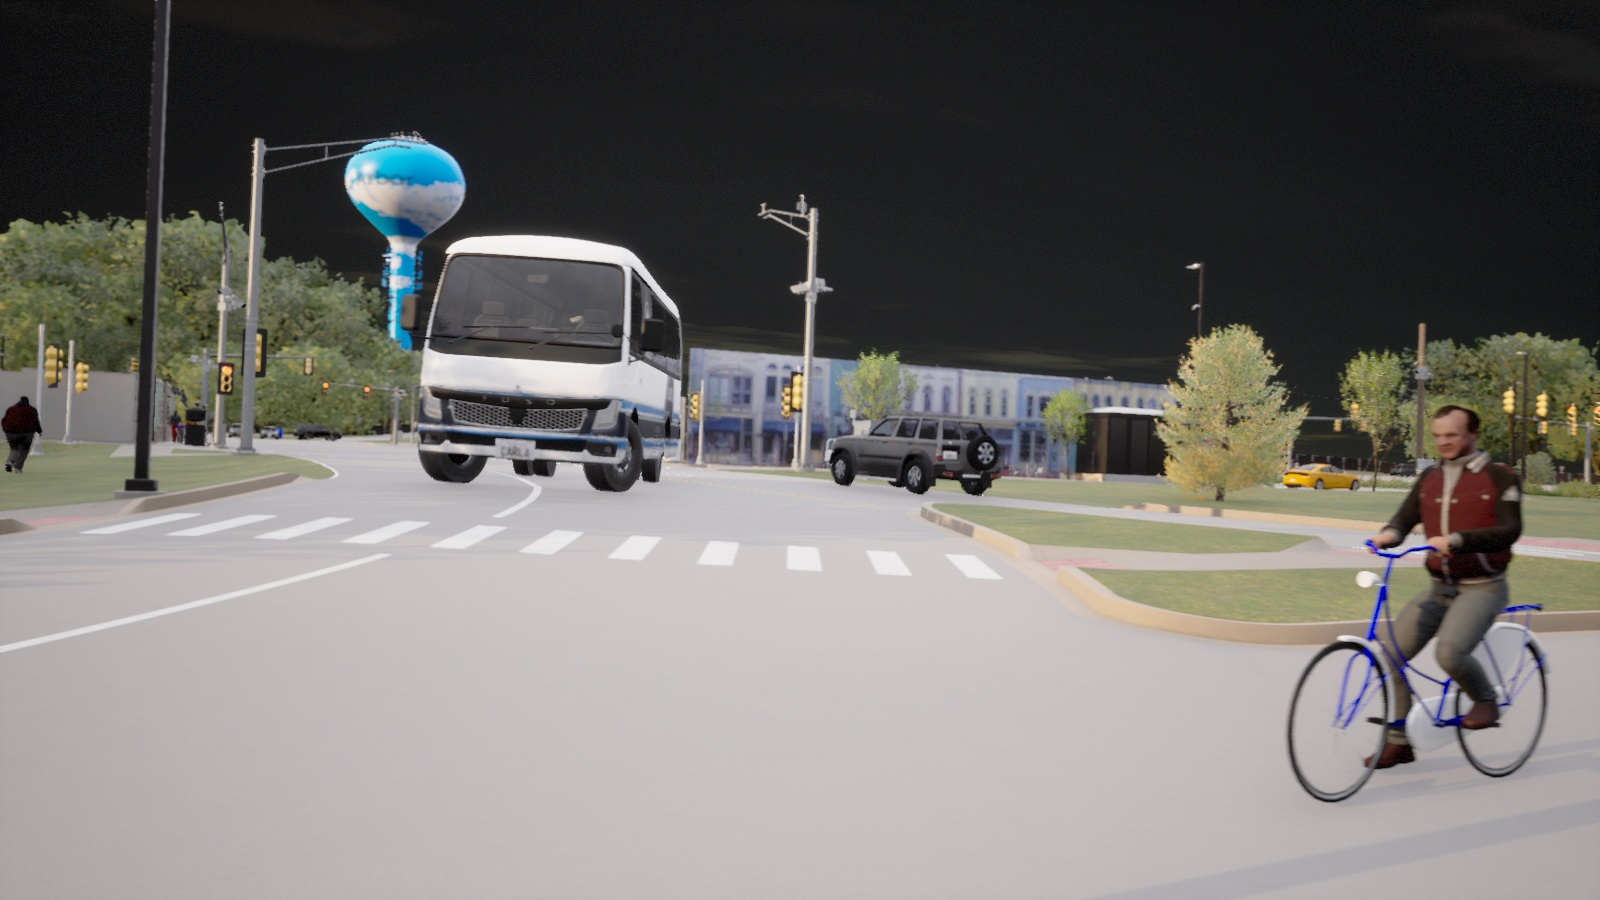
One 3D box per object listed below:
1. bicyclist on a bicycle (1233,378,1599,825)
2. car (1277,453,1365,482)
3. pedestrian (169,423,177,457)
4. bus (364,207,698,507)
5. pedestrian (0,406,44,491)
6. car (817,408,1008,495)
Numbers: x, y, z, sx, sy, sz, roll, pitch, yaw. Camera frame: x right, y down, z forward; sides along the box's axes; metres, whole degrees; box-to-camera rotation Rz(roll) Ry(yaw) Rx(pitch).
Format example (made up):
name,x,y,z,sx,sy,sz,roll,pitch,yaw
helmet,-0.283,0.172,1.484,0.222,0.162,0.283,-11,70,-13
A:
name,x,y,z,sx,sy,sz,roll,pitch,yaw
bicyclist on a bicycle,2.888,0.611,5.715,1.843,1.776,0.659,1,-1,-28
car,28.488,0.938,68.640,5.008,1.535,1.882,0,-1,-32
pedestrian,-34.265,-0.548,68.667,0.353,1.847,0.614,1,-1,-26
bus,-4.397,-1.394,23.720,3.944,4.253,10.273,3,0,0
pedestrian,-17.252,-0.029,27.782,0.634,1.844,0.899,1,-1,-13
car,2.511,-0.010,29.162,1.932,1.855,4.605,1,1,-33
